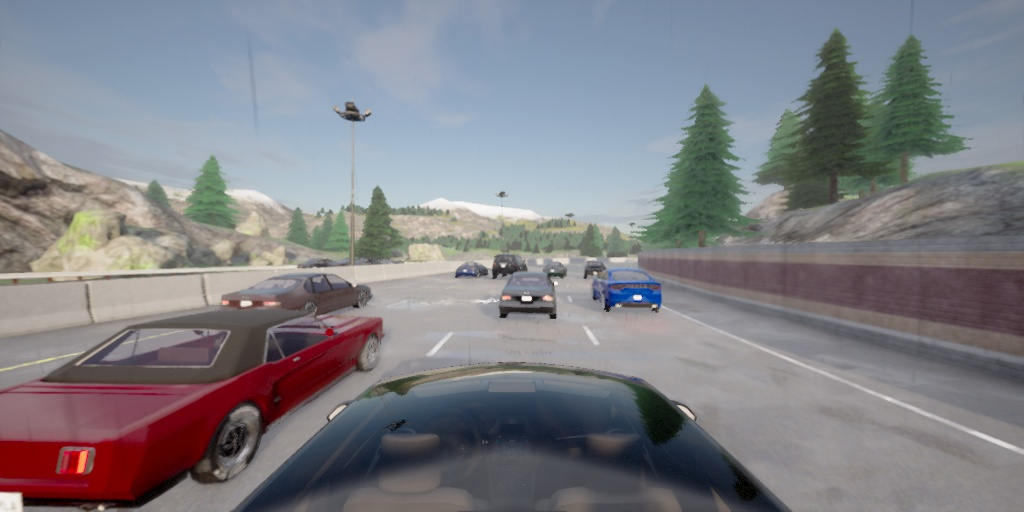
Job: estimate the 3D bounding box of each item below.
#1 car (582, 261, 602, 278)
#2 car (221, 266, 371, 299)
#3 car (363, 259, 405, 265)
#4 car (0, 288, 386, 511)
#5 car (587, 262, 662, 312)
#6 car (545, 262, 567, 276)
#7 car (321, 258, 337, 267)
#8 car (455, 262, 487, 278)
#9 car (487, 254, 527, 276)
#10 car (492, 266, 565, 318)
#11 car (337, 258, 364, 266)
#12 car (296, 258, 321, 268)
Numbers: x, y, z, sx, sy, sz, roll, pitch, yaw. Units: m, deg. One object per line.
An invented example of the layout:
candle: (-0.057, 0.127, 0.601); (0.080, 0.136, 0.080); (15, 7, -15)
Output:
car: (7.377, 1.167, 31.894); (1.837, 1.490, 4.892); (0, 0, 13)
car: (-6.473, 1.231, 11.501); (2.033, 1.411, 5.357); (0, 0, 4)
car: (-12.937, 1.099, 38.092); (2.033, 1.411, 5.357); (0, 0, 14)
car: (-3.306, 1.325, 4.574); (1.895, 1.301, 4.718); (0, 0, 1)
car: (4.327, 1.197, 14.170); (1.882, 1.535, 5.008); (0, 0, 5)
car: (3.868, 1.210, 32.209); (1.994, 1.385, 4.181); (0, 0, 13)
car: (-19.198, 0.988, 41.673); (1.882, 1.535, 5.008); (0, 0, 15)
car: (-3.454, 1.181, 31.606); (1.994, 1.385, 4.181); (0, 0, 12)
car: (-0.126, 0.857, 30.601); (2.150, 2.045, 5.566); (0, 0, 12)
car: (0.647, 1.256, 12.773); (2.033, 1.411, 5.357); (0, 0, 5)
car: (-16.253, 1.038, 39.081); (1.837, 1.490, 4.892); (0, 0, 14)
car: (-22.738, 0.999, 41.916); (1.837, 1.490, 4.892); (0, 0, 15)
